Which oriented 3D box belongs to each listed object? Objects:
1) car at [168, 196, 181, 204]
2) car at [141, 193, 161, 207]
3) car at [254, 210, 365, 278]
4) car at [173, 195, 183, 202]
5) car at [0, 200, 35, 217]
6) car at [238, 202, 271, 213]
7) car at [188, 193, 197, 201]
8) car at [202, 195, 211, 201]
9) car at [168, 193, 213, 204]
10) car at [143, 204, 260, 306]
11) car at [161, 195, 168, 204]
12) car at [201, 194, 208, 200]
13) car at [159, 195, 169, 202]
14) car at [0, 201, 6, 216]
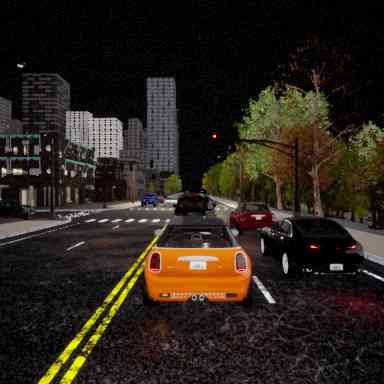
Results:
[{"bbox_3d":[-3.195,1.473,62.728,2.128,1.511,4.902,0,0,1],"label":"car"},{"bbox_3d":[-6.497,1.207,51.317,2.150,2.045,5.566,0,0,0],"label":"car"},{"bbox_3d":[3.369,1.503,10.162,1.837,1.490,4.892,0,0,0],"label":"car"},{"bbox_3d":[-3.113,1.501,74.727,2.128,1.511,4.902,0,0,0],"label":"car"},{"bbox_3d":[-18.056,1.549,32.986,4.553,1.767,2.097,-1,1,1],"label":"car"},{"bbox_3d":[3.385,1.348,19.032,2.097,1.767,4.553,0,0,0],"label":"car"},{"bbox_3d":[0.146,1.189,80.742,2.150,2.045,5.566,0,0,0],"label":"car"},{"bbox_3d":[3.396,1.504,80.707,2.033,1.411,5.357,0,0,0],"label":"car"},{"bbox_3d":[0.134,1.219,17.705,2.150,2.045,5.566,0,0,0],"label":"car"},{"bbox_3d":[0.115,1.350,8.164,2.097,1.767,4.553,0,0,0],"label":"car"},{"bbox_3d":[-3.251,1.512,50.966,1.812,1.442,4.674,0,0,0],"label":"car"},{"bbox_3d":[3.415,1.323,91.125,1.812,1.442,4.674,0,0,0],"label":"car"},{"bbox_3d":[-6.362,1.475,75.603,1.837,1.490,4.892,0,0,0],"label":"car"},{"bbox_3d":[-19.899,1.811,30.314,4.313,1.339,1.947,-1,1,0],"label":"car"}]
